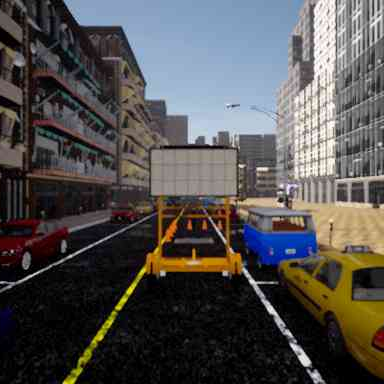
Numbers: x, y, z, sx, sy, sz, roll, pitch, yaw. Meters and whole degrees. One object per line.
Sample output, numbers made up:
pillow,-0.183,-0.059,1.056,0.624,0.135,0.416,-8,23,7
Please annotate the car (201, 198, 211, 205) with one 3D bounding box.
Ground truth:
car,3.067,2.051,71.875,1.967,1.590,4.097,0,-1,0

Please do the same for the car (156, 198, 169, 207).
car,-5.370,1.956,60.866,1.967,1.590,4.097,0,-1,0

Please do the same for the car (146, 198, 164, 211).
car,-5.459,1.684,44.289,2.192,1.841,5.009,0,0,0

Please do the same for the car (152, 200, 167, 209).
car,-5.398,2.017,55.340,2.008,1.369,4.403,0,-1,0

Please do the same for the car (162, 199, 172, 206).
car,-5.312,2.162,71.919,1.887,1.381,4.507,0,-1,0

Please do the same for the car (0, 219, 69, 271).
car,-5.631,1.637,11.128,1.887,1.381,4.507,0,0,0

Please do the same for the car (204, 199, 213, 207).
car,2.923,1.944,44.242,1.802,1.307,4.206,0,-1,0

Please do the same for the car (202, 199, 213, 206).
car,3.039,2.125,66.348,1.947,1.339,4.313,0,-1,0

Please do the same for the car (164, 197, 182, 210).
car,-2.724,1.660,52.365,2.150,2.045,5.566,0,-1,0

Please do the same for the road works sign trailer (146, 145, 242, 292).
road works sign trailer,0.052,0.535,9.105,2.380,3.560,2.880,0,0,0

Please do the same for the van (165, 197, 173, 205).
van,-5.285,2.011,77.447,1.690,1.788,3.998,0,-1,0

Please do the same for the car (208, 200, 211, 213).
car,2.866,1.794,33.360,1.752,1.417,4.829,0,0,0

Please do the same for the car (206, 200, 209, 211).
car,2.894,1.896,38.717,1.802,1.307,4.206,0,0,0

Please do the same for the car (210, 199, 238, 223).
car,2.835,1.661,27.664,1.967,1.590,4.097,0,0,0

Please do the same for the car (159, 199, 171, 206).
car,-5.341,2.132,66.392,1.947,1.339,4.313,0,-1,0

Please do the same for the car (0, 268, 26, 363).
car,-3.087,1.618,1.832,1.895,1.301,4.718,0,0,0

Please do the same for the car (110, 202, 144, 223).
car,-5.544,1.772,27.708,1.887,1.381,4.507,0,0,0

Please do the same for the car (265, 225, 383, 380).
car,2.721,1.568,5.729,1.752,1.417,4.829,0,0,0

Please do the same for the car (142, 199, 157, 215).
car,-5.487,1.845,38.592,1.752,1.417,4.829,0,0,0

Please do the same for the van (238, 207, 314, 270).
van,2.748,1.426,11.085,1.690,1.788,3.998,0,0,0

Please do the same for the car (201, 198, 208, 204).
car,3.127,2.242,83.097,1.752,1.417,4.829,0,-1,0

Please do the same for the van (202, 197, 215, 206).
van,2.980,1.800,55.297,1.690,1.788,3.998,0,-1,0

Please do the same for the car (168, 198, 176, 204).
car,-5.225,2.358,88.497,1.802,1.307,4.206,0,-1,0

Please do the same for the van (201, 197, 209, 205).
van,3.095,2.004,77.404,1.690,1.788,3.998,0,-1,0
